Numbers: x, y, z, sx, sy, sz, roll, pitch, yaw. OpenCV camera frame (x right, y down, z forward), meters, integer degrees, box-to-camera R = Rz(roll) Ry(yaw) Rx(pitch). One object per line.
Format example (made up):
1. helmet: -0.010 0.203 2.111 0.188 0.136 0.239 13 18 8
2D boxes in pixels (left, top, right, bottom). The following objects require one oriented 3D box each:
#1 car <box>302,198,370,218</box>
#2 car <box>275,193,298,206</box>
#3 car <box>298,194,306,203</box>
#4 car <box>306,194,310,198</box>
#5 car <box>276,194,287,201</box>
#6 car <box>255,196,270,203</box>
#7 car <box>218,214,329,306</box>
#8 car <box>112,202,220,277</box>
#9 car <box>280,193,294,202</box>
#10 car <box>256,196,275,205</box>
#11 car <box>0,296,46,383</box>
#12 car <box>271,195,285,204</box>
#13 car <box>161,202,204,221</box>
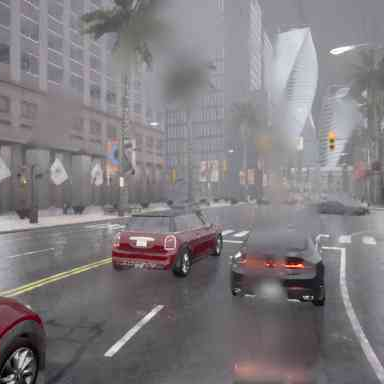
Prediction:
1. car: 13.462 1.547 31.010 2.033 1.411 5.357 0 0 -41
2. car: 15.913 1.353 55.888 2.097 1.767 4.553 0 0 25
3. car: 21.447 1.478 67.734 1.882 1.535 5.008 0 0 25
4. car: 27.432 1.355 80.694 2.097 1.767 4.553 0 0 25
5. car: 24.019 1.354 89.180 2.185 1.767 4.553 0 0 24
6. car: 14.795 1.513 69.282 2.161 1.482 4.786 0 0 24
7. car: 2.251 1.505 8.224 1.837 1.490 4.892 0 0 20
8. car: -0.533 1.352 10.591 2.097 1.767 4.553 0 0 21
9. car: 22.278 1.225 77.887 2.150 2.045 5.566 0 0 25
10. car: 12.674 1.478 57.213 1.882 1.535 5.008 0 0 25
11. car: -2.960 1.352 2.123 2.097 1.767 4.553 0 0 7
12. car: 17.342 1.478 67.185 1.882 1.535 5.008 0 0 25
13. car: -0.715 1.564 28.133 1.994 1.385 4.181 0 0 25
